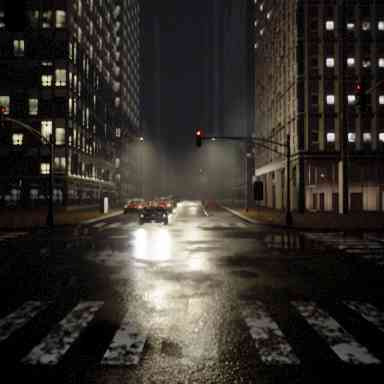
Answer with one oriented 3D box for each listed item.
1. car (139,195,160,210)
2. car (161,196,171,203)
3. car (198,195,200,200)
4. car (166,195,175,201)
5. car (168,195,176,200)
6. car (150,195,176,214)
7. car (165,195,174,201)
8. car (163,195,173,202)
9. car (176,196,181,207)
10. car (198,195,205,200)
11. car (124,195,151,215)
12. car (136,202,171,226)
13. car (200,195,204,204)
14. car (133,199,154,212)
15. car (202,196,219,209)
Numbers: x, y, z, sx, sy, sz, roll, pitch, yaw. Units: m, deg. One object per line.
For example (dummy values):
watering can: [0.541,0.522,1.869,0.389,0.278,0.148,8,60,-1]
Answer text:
car: [-5.693,1.305,44.968,2.192,1.841,5.009,1,0,0]
car: [-5.712,1.530,72.844,1.887,1.381,4.507,1,0,0]
car: [2.674,1.553,61.767,1.947,1.339,4.313,1,0,0]
car: [-5.720,1.533,89.569,2.008,1.369,4.403,1,0,0]
car: [-5.724,1.548,95.145,1.947,1.339,4.313,1,0,0]
car: [-3.107,1.343,35.499,2.097,1.767,4.553,0,0,0]
car: [-5.717,1.528,83.994,1.887,1.381,4.507,1,0,0]
car: [-5.714,1.535,78.419,2.008,1.369,4.403,1,0,0]
car: [-3.113,1.482,48.142,2.128,1.511,4.902,0,0,0]
car: [2.657,1.526,95.230,1.887,1.381,4.507,1,0,0]
car: [-5.690,1.433,33.818,1.967,1.590,4.097,1,0,0]
car: [-2.697,1.595,23.453,1.895,1.301,4.718,0,0,-6]
car: [2.677,1.513,56.360,1.752,1.417,4.829,1,0,0]
car: [-5.696,1.573,39.393,1.802,1.307,4.206,1,0,0]
car: [2.681,1.572,45.034,1.802,1.307,4.206,1,0,0]
